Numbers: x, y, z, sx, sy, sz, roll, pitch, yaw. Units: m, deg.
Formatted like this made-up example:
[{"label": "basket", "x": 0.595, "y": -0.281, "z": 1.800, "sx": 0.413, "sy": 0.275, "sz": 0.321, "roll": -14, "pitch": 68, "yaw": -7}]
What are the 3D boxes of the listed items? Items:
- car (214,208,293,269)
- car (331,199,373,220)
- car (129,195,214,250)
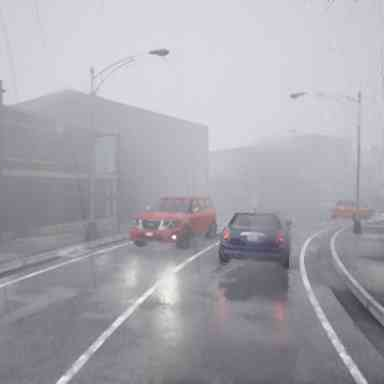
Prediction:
[{"label": "car", "x": 2.370, "y": 1.362, "z": 11.625, "sx": 2.097, "sy": 1.767, "sz": 4.553, "roll": 1, "pitch": 0, "yaw": 17}, {"label": "car", "x": 14.346, "y": 1.509, "z": 29.592, "sx": 4.553, "sy": 1.767, "sz": 2.097, "roll": 1, "pitch": 1, "yaw": -42}, {"label": "car", "x": -0.561, "y": 1.183, "z": 14.660, "sx": 2.150, "sy": 2.045, "sz": 5.566, "roll": 1, "pitch": 0, "yaw": 21}]
